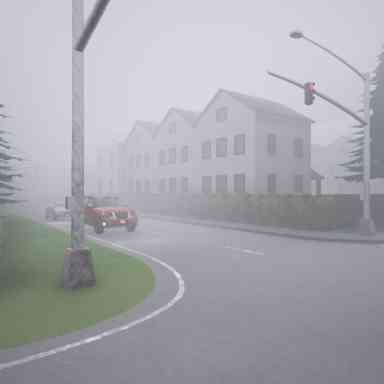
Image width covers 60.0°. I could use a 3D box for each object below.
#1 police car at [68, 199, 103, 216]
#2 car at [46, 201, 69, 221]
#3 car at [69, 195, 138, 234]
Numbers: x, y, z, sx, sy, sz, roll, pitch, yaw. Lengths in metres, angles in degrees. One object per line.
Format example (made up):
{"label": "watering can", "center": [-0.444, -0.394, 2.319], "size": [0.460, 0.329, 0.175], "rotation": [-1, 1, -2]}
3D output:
{"label": "police car", "center": [-10.984, 1.508, 34.073], "size": [2.038, 1.542, 4.974], "rotation": [0, 0, -35]}
{"label": "car", "center": [-10.971, 1.530, 27.869], "size": [1.812, 1.442, 4.674], "rotation": [0, 0, -35]}
{"label": "car", "center": [-5.250, 1.221, 19.768], "size": [2.150, 2.045, 5.566], "rotation": [0, 0, -35]}
